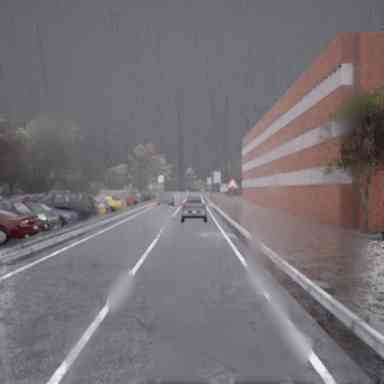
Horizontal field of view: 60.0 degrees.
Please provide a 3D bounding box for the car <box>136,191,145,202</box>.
[{"bbox_3d":[-9.279,1.012,45.644,4.674,1.452,2.002,0,1,0],"label":"car"}]

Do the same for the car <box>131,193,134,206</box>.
[{"bbox_3d":[-9.283,1.130,37.168,4.674,1.452,2.002,0,1,0],"label":"car"}]

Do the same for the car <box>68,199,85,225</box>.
[{"bbox_3d":[-9.307,1.366,20.215,4.674,1.452,2.002,0,1,0],"label":"car"}]

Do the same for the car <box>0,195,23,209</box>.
[{"bbox_3d":[-21.858,1.093,36.984,5.008,1.535,2.097,0,1,0],"label":"car"}]

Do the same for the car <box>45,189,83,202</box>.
[{"bbox_3d":[-21.808,0.561,56.745,5.566,2.045,2.435,0,1,0],"label":"car"}]

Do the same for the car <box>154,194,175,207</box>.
[{"bbox_3d":[-3.186,0.941,41.930,1.994,1.385,4.181,0,5,1],"label":"car"}]

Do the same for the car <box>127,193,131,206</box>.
[{"bbox_3d":[-9.474,1.126,34.342,5.366,1.575,1.946,0,1,0],"label":"car"}]

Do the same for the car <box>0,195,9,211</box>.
[{"bbox_3d":[-21.852,1.132,34.161,5.008,1.535,2.097,0,1,0],"label":"car"}]

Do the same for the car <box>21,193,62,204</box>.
[{"bbox_3d":[-21.837,0.935,48.403,4.892,1.521,2.231,0,1,0],"label":"car"}]

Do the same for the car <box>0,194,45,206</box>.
[{"bbox_3d":[-21.843,1.012,42.756,5.008,1.535,2.097,0,1,0],"label":"car"}]

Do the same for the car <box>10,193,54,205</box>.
[{"bbox_3d":[-21.839,0.973,45.579,5.008,1.535,2.097,0,1,0],"label":"car"}]

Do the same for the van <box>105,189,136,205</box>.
[{"bbox_3d":[-9.399,0.825,39.990,4.442,1.987,1.878,0,1,0],"label":"van"}]

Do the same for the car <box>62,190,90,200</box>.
[{"bbox_3d":[-21.767,0.590,62.526,4.553,1.767,2.185,0,0,0],"label":"car"}]

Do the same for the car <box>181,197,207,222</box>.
[{"bbox_3d":[0.146,1.352,24.477,2.033,1.411,5.357,0,1,0],"label":"car"}]

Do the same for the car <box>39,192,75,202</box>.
[{"bbox_3d":[-21.846,0.854,54.049,4.892,1.521,2.231,0,1,0],"label":"car"}]

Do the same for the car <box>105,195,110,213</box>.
[{"bbox_3d":[-9.483,1.244,25.866,5.366,1.575,1.946,0,1,0],"label":"car"}]

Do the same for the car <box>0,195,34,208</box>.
[{"bbox_3d":[-21.880,1.081,39.932,4.792,1.488,2.163,0,1,0],"label":"car"}]

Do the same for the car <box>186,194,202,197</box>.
[{"bbox_3d":[0.251,0.938,41.621,2.128,1.511,4.902,0,7,0],"label":"car"}]

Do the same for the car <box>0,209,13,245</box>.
[{"bbox_3d":[-9.311,1.483,11.739,4.674,1.452,2.002,0,1,0],"label":"car"}]

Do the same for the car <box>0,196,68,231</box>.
[{"bbox_3d":[-9.339,1.239,17.388,4.553,1.767,2.185,0,1,0],"label":"car"}]

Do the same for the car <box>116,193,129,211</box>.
[{"bbox_3d":[-9.106,1.166,31.516,5.366,1.575,1.946,0,1,0],"label":"car"}]

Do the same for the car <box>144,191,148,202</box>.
[{"bbox_3d":[-9.270,0.973,48.470,4.674,1.452,2.002,0,1,0],"label":"car"}]

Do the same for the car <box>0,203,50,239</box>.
[{"bbox_3d":[-9.305,1.404,14.564,5.008,1.535,2.097,0,1,0],"label":"car"}]

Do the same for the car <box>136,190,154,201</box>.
[{"bbox_3d":[-9.261,0.852,54.119,5.008,1.535,2.097,0,1,0],"label":"car"}]

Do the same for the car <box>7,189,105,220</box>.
[{"bbox_3d":[-9.329,1.035,23.036,5.566,2.045,2.435,0,1,0],"label":"car"}]

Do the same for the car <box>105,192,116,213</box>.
[{"bbox_3d":[-9.326,1.082,28.689,4.553,1.767,2.185,0,1,0],"label":"car"}]

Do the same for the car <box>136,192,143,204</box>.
[{"bbox_3d":[-9.250,1.041,42.818,4.792,1.488,2.163,0,1,0],"label":"car"}]
